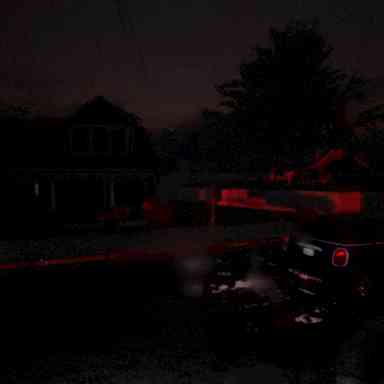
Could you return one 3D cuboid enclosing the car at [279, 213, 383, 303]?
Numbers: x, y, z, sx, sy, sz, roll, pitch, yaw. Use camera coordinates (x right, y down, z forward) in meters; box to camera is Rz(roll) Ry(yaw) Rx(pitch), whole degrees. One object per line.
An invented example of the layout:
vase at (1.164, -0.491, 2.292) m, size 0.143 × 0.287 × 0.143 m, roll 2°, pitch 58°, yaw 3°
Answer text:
car at (4.480, 1.320, 8.416) m, size 4.553 × 1.767 × 2.097 m, roll -1°, pitch 4°, yaw -27°
